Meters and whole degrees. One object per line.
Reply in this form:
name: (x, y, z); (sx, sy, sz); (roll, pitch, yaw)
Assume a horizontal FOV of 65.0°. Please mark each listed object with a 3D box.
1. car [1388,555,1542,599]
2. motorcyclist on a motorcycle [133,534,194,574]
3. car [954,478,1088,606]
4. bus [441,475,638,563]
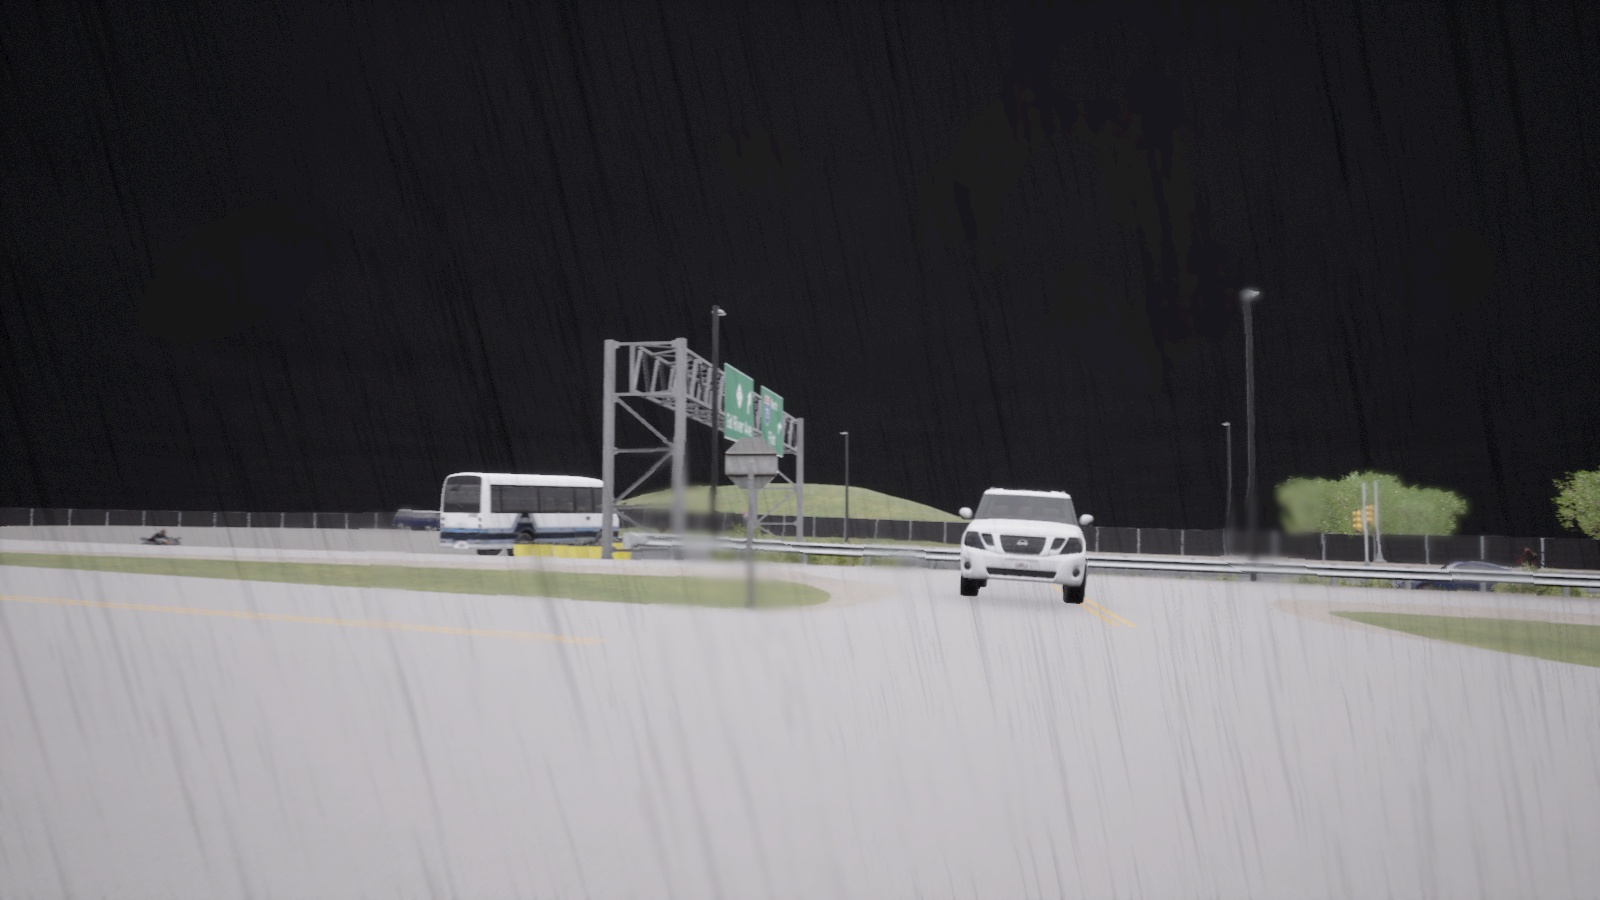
car: (24.500, 4.661, 46.426); (4.674, 1.442, 1.812); (0, -3, 9)
motorcyclist on a motorcycle: (-25.293, 4.111, 49.921); (2.191, 1.530, 0.866); (0, -3, 20)
car: (4.277, 1.703, 24.073); (2.150, 2.045, 5.566); (2, -3, 11)
bus: (-13.435, 3.556, 66.022); (3.944, 4.253, 10.273); (-2, -3, 34)
